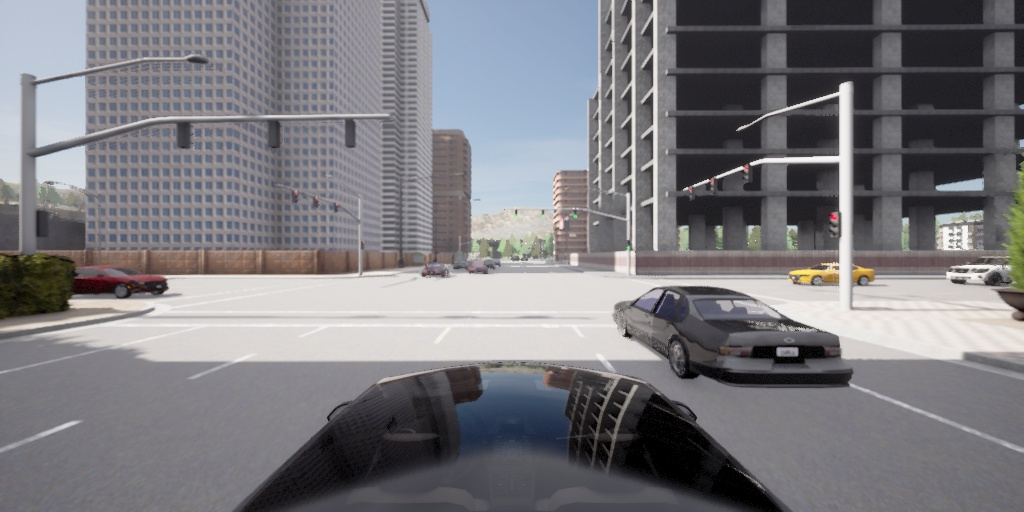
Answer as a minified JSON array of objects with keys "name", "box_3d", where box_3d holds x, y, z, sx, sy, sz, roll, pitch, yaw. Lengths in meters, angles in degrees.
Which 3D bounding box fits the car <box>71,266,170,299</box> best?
[{"name":"car","box_3d":[-19.869,1.238,17.683,5.008,1.535,1.882,0,0,1]}]

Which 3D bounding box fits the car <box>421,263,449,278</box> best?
[{"name":"car","box_3d":[-7.194,1.334,33.910,1.994,1.385,4.181,0,0,0]}]

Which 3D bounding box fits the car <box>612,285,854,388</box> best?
[{"name":"car","box_3d":[3.591,1.301,7.192,2.033,1.411,5.357,0,0,0]}]

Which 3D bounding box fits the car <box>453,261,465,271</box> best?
[{"name":"car","box_3d":[-7.116,1.344,50.763,1.994,1.385,4.181,0,0,1]}]

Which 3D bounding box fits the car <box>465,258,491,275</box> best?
[{"name":"car","box_3d":[-3.778,1.300,40.315,1.812,1.442,4.674,0,0,1]}]

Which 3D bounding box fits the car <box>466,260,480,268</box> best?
[{"name":"car","box_3d":[-6.833,1.352,63.699,1.994,1.385,4.181,0,0,1]}]

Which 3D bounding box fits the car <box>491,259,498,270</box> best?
[{"name":"car","box_3d":[-3.556,1.288,54.319,1.837,1.490,4.892,0,0,1]}]

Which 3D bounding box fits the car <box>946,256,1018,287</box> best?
[{"name":"car","box_3d":[33.428,0.986,24.532,5.566,2.045,2.150,0,0,0]}]

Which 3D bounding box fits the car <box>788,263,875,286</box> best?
[{"name":"car","box_3d":[21.818,1.241,24.611,5.008,1.535,1.882,0,0,0]}]
